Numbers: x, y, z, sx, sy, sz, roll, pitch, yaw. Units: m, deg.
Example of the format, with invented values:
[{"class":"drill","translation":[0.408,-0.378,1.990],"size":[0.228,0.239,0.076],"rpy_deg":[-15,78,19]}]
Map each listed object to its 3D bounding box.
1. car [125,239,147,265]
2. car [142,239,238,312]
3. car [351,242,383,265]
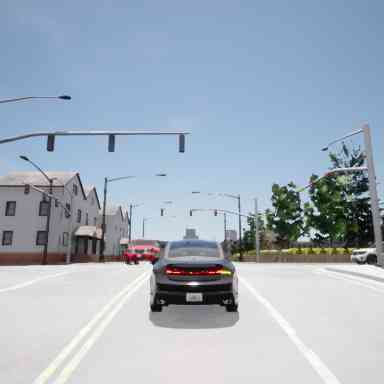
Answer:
[{"class":"car","translation":[-3.680,4.656,25.878],"size":[2.150,2.045,5.566],"rpy_deg":[0,-12,0]},{"class":"car","translation":[0.045,1.985,8.590],"size":[1.837,1.490,4.892],"rpy_deg":[0,-7,0]},{"class":"car","translation":[16.793,5.315,28.833],"size":[5.566,2.045,2.150],"rpy_deg":[0,-12,1]}]
